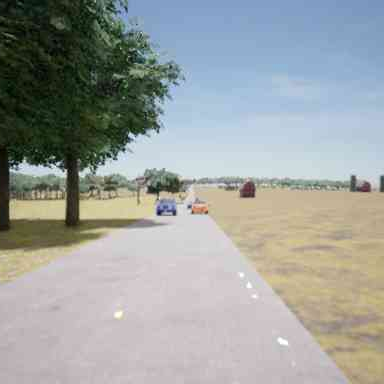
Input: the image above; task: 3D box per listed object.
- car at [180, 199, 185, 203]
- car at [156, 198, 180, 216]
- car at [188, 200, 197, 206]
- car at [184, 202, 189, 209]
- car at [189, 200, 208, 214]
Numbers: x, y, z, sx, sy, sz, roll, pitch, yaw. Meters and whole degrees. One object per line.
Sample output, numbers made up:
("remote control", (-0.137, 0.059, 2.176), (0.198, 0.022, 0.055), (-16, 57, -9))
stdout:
("car", (-2.717, 2.343, 78.787), (1.882, 1.535, 5.008), (0, -1, 0))
("car", (-2.825, 1.661, 38.212), (2.150, 2.045, 5.566), (0, -1, 0))
("car", (0.034, 2.659, 79.466), (2.033, 1.411, 5.357), (0, -1, 0))
("car", (0.027, 2.474, 61.735), (1.895, 1.301, 4.718), (0, -1, 0))
("car", (0.981, 1.868, 42.877), (2.097, 1.767, 4.553), (0, -1, 0))
